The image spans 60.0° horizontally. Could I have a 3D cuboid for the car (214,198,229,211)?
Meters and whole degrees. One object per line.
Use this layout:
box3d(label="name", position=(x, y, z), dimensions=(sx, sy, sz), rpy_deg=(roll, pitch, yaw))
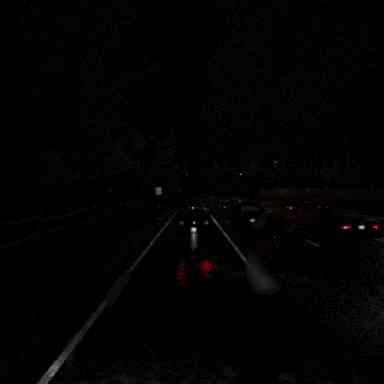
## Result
box3d(label="car", position=(3.597, 1.482, 39.010), dimensions=(1.812, 1.442, 4.674), rpy_deg=(0, 0, 0))

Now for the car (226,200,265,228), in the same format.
box3d(label="car", position=(3.597, 1.501, 22.068), dimensions=(1.812, 1.442, 4.674), rpy_deg=(0, 0, 0))

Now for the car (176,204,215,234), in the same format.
box3d(label="car", position=(0.098, 1.580, 18.940), dimensions=(1.895, 1.301, 4.718), rpy_deg=(0, 0, 0))

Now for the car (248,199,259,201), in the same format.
box3d(label="car", position=(7.096, 1.521, 38.647), dimensions=(1.994, 1.385, 4.181), rpy_deg=(0, 0, 0))

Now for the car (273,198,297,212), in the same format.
box3d(label="car", position=(10.597, 1.463, 38.071), dimensions=(1.837, 1.490, 4.892), rpy_deg=(0, 0, 0))

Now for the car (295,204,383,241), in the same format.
box3d(label="car", position=(7.098, 1.530, 16.414), dimensions=(2.033, 1.411, 5.357), rpy_deg=(0, 0, 0))

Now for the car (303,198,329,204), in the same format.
box3d(label="car", position=(14.097, 1.463, 38.071), dimensions=(1.837, 1.490, 4.892), rpy_deg=(0, 0, 0))

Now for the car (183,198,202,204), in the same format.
box3d(label="car", position=(0.050, 1.461, 37.600), dimensions=(1.837, 1.490, 4.892), rpy_deg=(0, 0, -1))
